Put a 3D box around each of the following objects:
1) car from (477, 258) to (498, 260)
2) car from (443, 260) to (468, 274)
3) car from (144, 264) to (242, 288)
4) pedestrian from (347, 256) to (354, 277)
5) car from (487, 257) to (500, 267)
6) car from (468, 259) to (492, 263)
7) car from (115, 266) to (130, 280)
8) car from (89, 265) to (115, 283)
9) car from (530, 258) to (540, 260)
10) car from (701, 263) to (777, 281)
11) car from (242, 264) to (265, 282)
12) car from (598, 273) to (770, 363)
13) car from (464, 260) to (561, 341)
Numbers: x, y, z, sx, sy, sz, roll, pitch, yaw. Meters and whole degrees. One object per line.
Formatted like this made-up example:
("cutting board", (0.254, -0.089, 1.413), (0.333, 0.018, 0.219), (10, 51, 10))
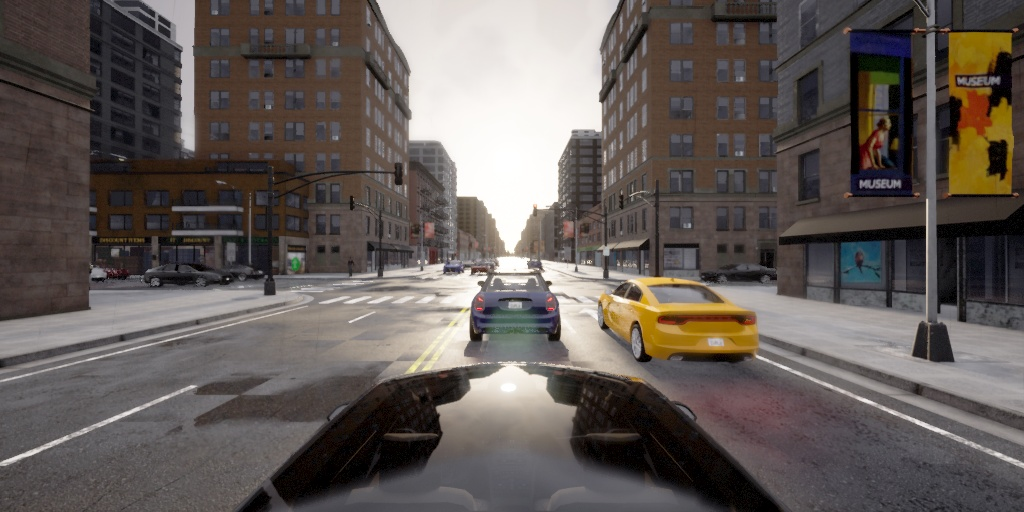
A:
("car", (-3.430, 1.095, 49.713), (2.097, 1.767, 4.553), (0, 0, 0))
("car", (-6.665, 1.221, 41.293), (1.882, 1.535, 5.008), (0, 0, 0))
("car", (-20.781, 1.244, 23.182), (4.892, 1.490, 1.837), (0, 0, 0))
("pedestrian", (-14.194, 0.916, 31.521), (0.375, 1.860, 0.375), (0, 0, 0))
("car", (-3.415, 1.085, 65.298), (2.097, 1.767, 4.553), (0, 0, 0))
("car", (-3.415, 1.345, 39.319), (1.895, 1.301, 4.718), (0, 0, 0))
("car", (-33.194, 1.340, 28.707), (4.207, 1.307, 1.802), (0, 0, 0))
("car", (-32.520, 1.274, 26.170), (4.674, 1.442, 1.812), (0, 0, 0))
("car", (3.261, 1.091, 52.420), (2.097, 1.767, 4.553), (0, 0, 0))
("car", (16.563, 1.266, 26.358), (5.008, 1.535, 1.882), (0, 0, 0))
("car", (-22.172, 1.326, 28.671), (4.313, 1.339, 1.948), (0, 0, 0))
("car", (3.314, 1.227, 8.209), (1.882, 1.535, 5.008), (0, 0, 1))
("car", (0.076, 1.101, 10.009), (2.097, 1.767, 4.553), (0, 0, 0))
